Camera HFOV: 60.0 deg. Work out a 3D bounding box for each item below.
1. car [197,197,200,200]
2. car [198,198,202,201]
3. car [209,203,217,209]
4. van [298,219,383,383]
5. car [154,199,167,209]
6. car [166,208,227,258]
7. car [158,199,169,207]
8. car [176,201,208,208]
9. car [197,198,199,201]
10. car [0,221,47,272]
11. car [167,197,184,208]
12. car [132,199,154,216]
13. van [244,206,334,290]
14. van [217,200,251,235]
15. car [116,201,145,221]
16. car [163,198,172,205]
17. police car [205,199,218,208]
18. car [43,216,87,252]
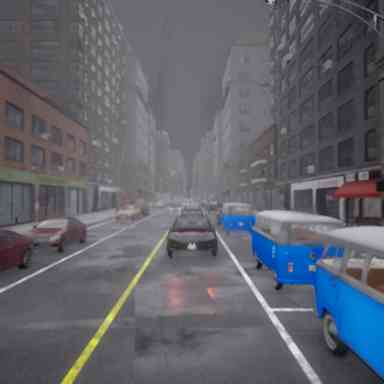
[{"bbox_3d":[2.652,2.415,74.992,2.008,1.369,4.403,0,-1,0],"label":"car"},{"bbox_3d":[2.657,2.273,64.010,1.887,1.381,4.507,0,-1,0],"label":"car"},{"bbox_3d":[2.673,1.832,25.573,2.008,1.369,4.403,1,-1,0],"label":"car"},{"bbox_3d":[2.683,1.381,3.610,1.690,1.788,3.998,1,-1,0],"label":"van"},{"bbox_3d":[-5.868,2.185,58.337,1.752,1.417,4.829,0,-1,0],"label":"car"},{"bbox_3d":[0.017,1.641,13.500,2.128,1.511,4.902,0,0,0],"label":"car"},{"bbox_3d":[-5.871,2.236,69.493,1.967,1.590,4.097,0,-1,0],"label":"car"},{"bbox_3d":[0.013,1.806,28.503,2.128,1.511,4.902,0,0,0],"label":"car"},{"bbox_3d":[2.655,2.340,69.501,1.887,1.381,4.507,0,-1,0],"label":"car"},{"bbox_3d":[-5.853,1.682,9.073,1.802,1.307,4.206,1,-1,0],"label":"car"},{"bbox_3d":[-3.054,2.209,62.139,1.837,1.490,4.892,0,-1,1],"label":"car"},{"bbox_3d":[-5.859,1.719,36.539,2.192,1.841,5.009,1,-1,0],"label":"car"},{"bbox_3d":[2.681,1.441,9.102,1.690,1.788,3.998,1,-1,0],"label":"van"},{"bbox_3d":[2.677,1.561,20.084,1.690,1.788,3.998,1,-1,0],"label":"van"},{"bbox_3d":[-5.859,1.865,30.874,1.752,1.417,4.829,1,-1,0],"label":"car"},{"bbox_3d":[-5.874,2.373,80.478,1.967,1.590,4.097,0,-1,0],"label":"car"},{"bbox_3d":[3.121,1.923,44.744,1.930,1.638,5.238,0,-1,0],"label":"police car"},{"bbox_3d":[-5.855,1.742,14.565,1.802,1.307,4.206,1,-1,0],"label":"car"}]
